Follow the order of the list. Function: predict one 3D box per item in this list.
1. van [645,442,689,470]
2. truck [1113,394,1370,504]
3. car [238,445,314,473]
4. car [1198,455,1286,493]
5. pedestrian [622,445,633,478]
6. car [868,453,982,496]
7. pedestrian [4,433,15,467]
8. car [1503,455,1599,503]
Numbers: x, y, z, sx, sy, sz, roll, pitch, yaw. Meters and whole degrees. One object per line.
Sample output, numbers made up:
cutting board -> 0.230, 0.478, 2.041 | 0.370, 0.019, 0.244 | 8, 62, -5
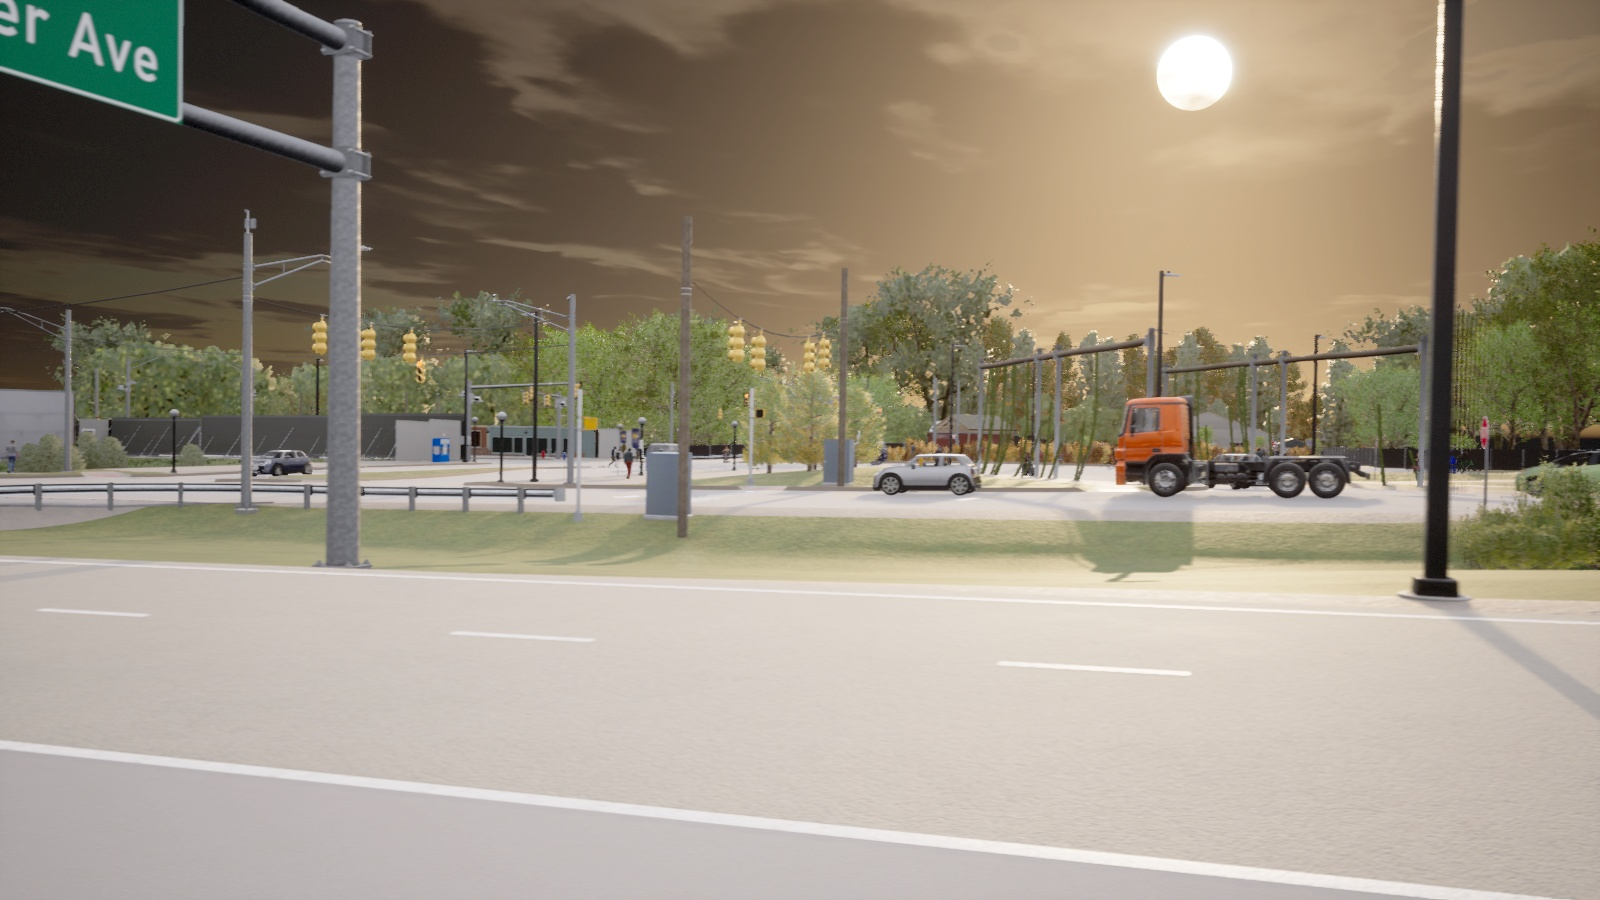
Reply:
van -> -9.743, 0.440, 92.234 | 1.775, 1.987, 4.442 | 1, 0, 15
truck -> 14.832, -0.064, 42.392 | 7.936, 3.462, 2.891 | 0, 1, 22
car -> -29.441, 0.495, 70.619 | 1.970, 1.475, 3.806 | 1, 1, 17
car -> 18.232, 0.989, 51.945 | 1.970, 1.475, 3.806 | 1, -1, -6
pedestrian -> -9.863, 0.669, 71.870 | 0.353, 1.847, 0.614 | 2, 1, 16
car -> 4.571, 0.869, 45.810 | 3.806, 1.475, 1.970 | 0, 1, 18
pedestrian -> -42.617, -0.004, 67.679 | 0.354, 1.836, 0.706 | 1, 1, -21
car -> 25.772, 0.966, 41.002 | 2.007, 1.525, 4.514 | 3, -3, -36
